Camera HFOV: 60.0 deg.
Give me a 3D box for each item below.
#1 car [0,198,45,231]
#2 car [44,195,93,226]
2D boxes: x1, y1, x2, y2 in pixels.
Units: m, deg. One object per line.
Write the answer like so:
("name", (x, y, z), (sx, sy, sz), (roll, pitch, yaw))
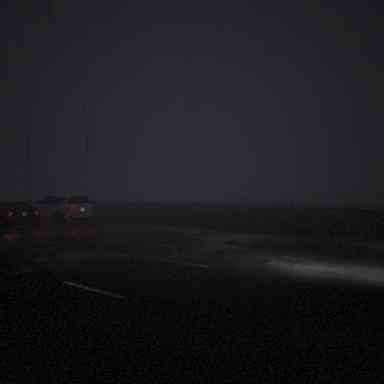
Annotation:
("car", (-11.635, 1.346, 20.906), (4.553, 1.767, 2.097), (0, 0, 36))
("car", (-9.441, 1.215, 23.639), (5.566, 2.045, 2.150), (0, 0, 36))
